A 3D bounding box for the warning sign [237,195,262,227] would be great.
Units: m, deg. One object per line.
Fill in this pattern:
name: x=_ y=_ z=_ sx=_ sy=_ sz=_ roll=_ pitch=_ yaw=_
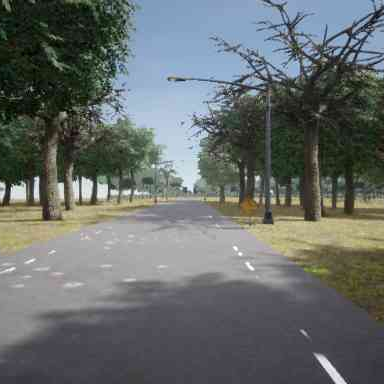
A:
warning sign: x=3.528 y=1.148 z=20.395 sx=1.300 sy=1.860 sz=1.060 roll=-1 pitch=-2 yaw=0
